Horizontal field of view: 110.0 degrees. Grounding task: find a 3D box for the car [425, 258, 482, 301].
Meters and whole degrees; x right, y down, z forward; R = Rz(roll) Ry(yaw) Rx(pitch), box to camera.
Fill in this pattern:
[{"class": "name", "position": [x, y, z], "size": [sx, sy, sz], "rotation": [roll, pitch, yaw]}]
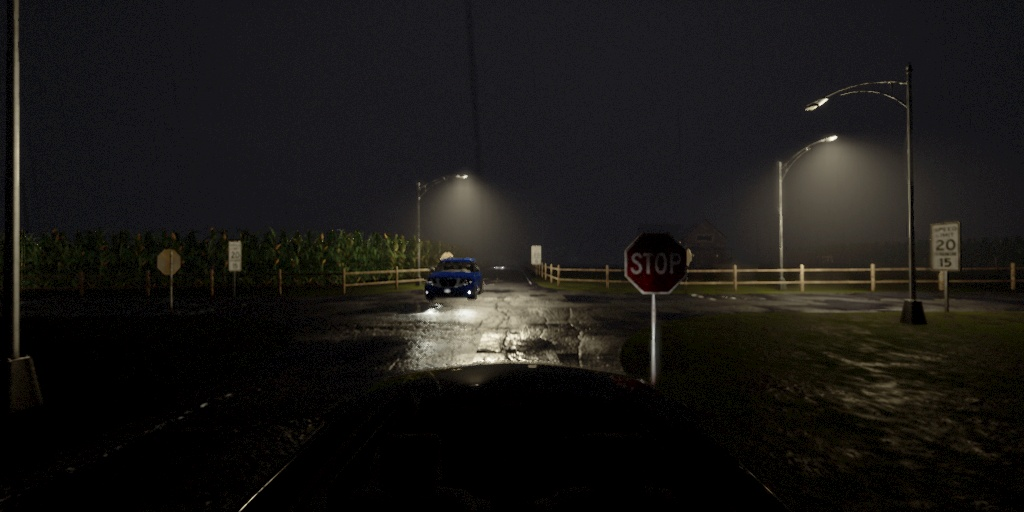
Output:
[{"class": "car", "position": [-2.716, 1.131, 17.877], "size": [2.150, 2.045, 5.566], "rotation": [0, 0, 0]}]
